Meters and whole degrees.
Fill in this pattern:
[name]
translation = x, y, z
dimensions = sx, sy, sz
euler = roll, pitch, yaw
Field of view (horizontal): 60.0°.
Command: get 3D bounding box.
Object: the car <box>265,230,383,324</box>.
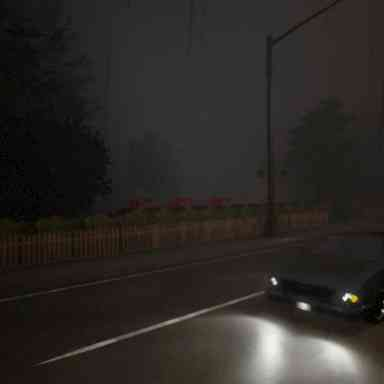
[car]
translation = 3.946, 1.611, 7.554
dimensions = 5.357, 1.411, 2.033
euler = 0, -1, -41
